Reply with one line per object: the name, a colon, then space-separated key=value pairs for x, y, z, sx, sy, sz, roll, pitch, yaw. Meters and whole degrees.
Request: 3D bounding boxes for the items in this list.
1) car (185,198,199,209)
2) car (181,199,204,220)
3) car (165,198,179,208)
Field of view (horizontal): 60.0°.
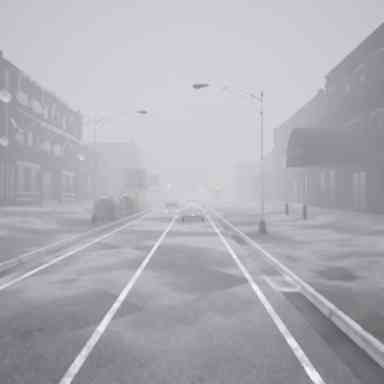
car: x=0.009 y=1.737 z=50.557 sx=2.163 sy=1.488 sz=4.792 roll=0 pitch=0 yaw=0
car: x=0.074 y=1.615 z=28.725 sx=1.812 sy=1.442 sz=4.674 roll=0 pitch=0 yaw=0
car: x=-3.075 y=1.681 z=51.061 sx=1.882 sy=1.535 sz=5.008 roll=1 pitch=-2 yaw=0
